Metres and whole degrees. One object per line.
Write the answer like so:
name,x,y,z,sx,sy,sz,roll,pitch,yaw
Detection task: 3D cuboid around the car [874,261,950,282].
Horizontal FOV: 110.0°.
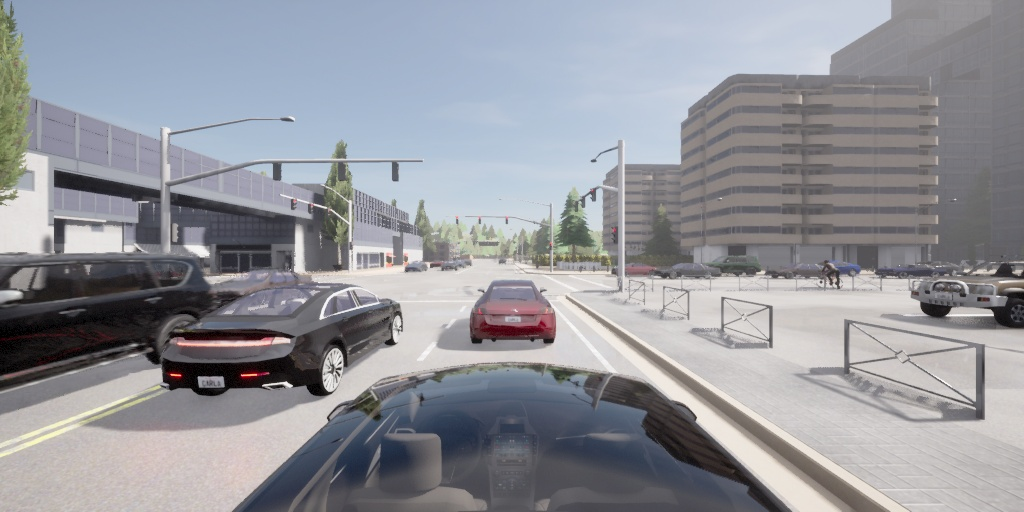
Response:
car,35.165,1.351,31.761,4.718,1.301,1.895,0,0,-2

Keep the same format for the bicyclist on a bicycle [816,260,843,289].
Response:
bicyclist on a bicycle,17.925,1.052,20.271,0.582,1.620,1.656,0,0,-2

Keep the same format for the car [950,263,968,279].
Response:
car,41.227,1.255,35.414,4.892,1.490,1.837,0,0,-1

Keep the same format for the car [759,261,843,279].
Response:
car,25.302,1.297,31.479,5.357,1.411,2.033,0,0,-2

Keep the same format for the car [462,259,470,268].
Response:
car,-8.633,1.297,59.232,2.033,1.411,5.357,0,0,-1

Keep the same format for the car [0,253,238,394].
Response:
car,-7.126,0.971,5.072,2.150,2.045,5.566,0,0,0

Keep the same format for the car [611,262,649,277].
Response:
car,11.742,1.314,34.576,4.181,1.385,1.994,0,0,-2

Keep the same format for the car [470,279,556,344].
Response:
car,0.010,1.314,9.623,1.994,1.385,4.181,0,0,0

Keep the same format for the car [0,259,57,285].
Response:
car,-35.811,1.102,25.364,4.553,1.767,2.097,0,0,-1

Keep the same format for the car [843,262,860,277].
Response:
car,31.111,1.228,35.150,5.008,1.535,1.882,0,0,-2

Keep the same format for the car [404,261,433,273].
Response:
car,-11.770,1.297,44.479,2.033,1.411,5.357,0,0,-1

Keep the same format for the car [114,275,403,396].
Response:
car,-3.475,1.242,6.564,2.128,1.511,4.902,0,0,0

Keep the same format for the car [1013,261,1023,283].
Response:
car,43.298,1.314,28.363,4.181,1.385,1.994,0,0,-1

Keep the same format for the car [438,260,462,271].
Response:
car,-8.369,1.314,48.935,1.994,1.385,4.181,0,0,-2

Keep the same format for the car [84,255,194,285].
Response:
car,-26.447,0.971,25.579,5.566,2.045,2.150,0,0,-1

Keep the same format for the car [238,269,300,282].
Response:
car,-10.778,1.298,15.675,2.033,1.411,5.357,0,0,-1

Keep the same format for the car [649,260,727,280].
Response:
car,15.232,1.297,31.179,5.357,1.411,2.033,0,0,-2

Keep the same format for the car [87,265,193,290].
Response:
car,-22.890,1.276,22.183,4.674,1.442,1.812,0,0,0

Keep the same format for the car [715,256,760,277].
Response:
car,21.085,0.971,34.857,5.566,2.045,2.150,0,0,-2

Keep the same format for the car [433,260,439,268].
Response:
car,-12.117,1.350,58.400,1.895,1.301,4.718,0,0,-1
